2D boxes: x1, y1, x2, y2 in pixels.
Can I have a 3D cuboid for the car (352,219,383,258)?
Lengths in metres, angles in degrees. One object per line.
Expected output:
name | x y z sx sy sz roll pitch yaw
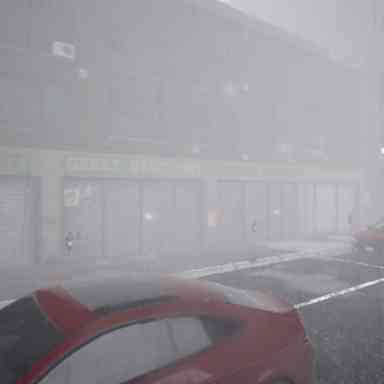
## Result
car | 7.496 1.582 11.919 4.507 1.381 1.887 0 -1 -36

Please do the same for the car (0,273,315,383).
car | -0.894 1.528 2.728 4.674 1.442 1.812 0 0 -35
